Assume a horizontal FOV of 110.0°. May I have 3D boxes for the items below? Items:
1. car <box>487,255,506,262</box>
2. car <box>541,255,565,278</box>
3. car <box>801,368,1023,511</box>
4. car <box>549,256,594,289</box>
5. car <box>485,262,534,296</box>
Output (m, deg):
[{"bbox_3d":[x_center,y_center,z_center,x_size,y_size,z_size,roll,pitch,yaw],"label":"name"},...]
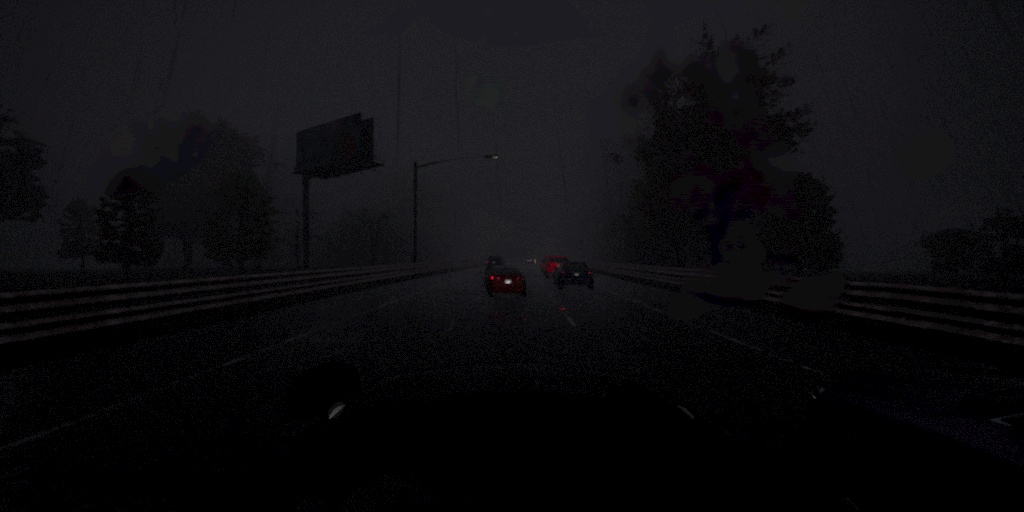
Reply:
[{"bbox_3d":[-2.083,0.943,47.823,2.150,2.045,5.566,1,0,4],"label":"car"},{"bbox_3d":[4.169,0.955,33.772,2.150,2.045,5.566,0,0,2],"label":"car"},{"bbox_3d":[3.493,1.187,1.118,2.033,1.649,4.856,0,0,0],"label":"car"},{"bbox_3d":[3.789,1.089,22.840,2.097,1.767,4.553,0,0,2],"label":"car"},{"bbox_3d":[-0.376,1.237,19.106,2.163,1.488,4.792,0,0,-5],"label":"car"}]
